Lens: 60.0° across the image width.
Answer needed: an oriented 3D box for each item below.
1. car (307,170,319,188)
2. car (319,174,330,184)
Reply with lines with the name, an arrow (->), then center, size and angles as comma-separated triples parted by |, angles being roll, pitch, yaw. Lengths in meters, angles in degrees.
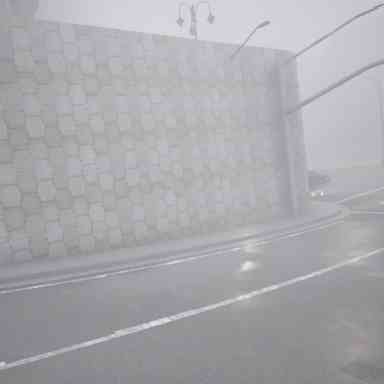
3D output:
car -> 8.043, -0.739, 29.593 | 2.033, 1.411, 5.357 | -11, 7, -35
car -> 10.711, -1.344, 31.801 | 1.837, 1.490, 4.892 | -11, 6, -34
